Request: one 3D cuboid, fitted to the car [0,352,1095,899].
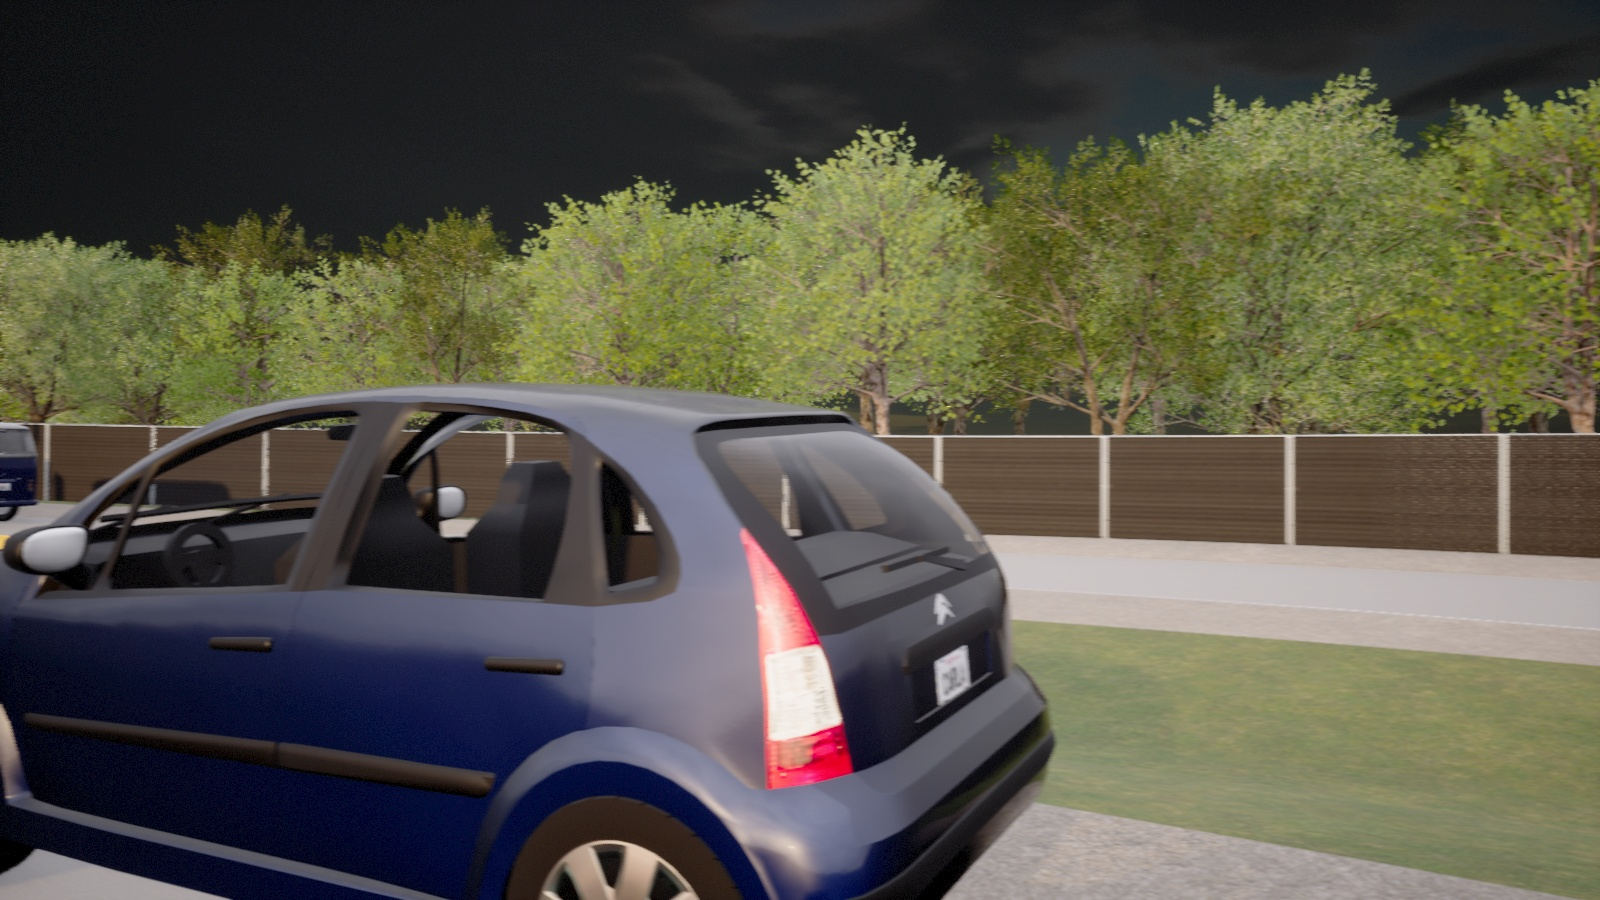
[{"bbox_3d":[-1.247,0.570,4.139,3.988,1.617,1.851,0,3,26],"label":"car"}]

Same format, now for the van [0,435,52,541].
[{"bbox_3d":[-17.026,0.687,24.297,4.442,1.987,1.775,1,1,14],"label":"van"}]
